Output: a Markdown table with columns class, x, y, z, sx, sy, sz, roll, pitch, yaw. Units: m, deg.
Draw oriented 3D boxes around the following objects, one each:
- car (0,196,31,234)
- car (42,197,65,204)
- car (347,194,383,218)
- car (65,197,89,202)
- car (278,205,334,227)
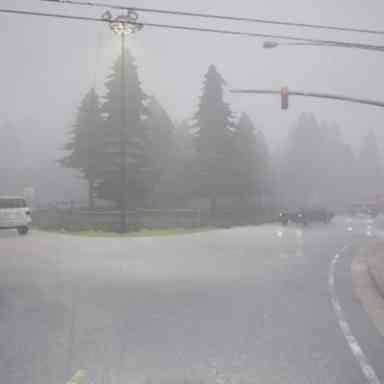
| class | x | y | z | sx | sy | sz | roll | pitch | yaw |
| --- | --- | --- | --- | --- | --- | --- | --- | --- | --- |
| car | -10.800 | 1.235 | 18.121 | 5.566 | 2.045 | 2.150 | 0 | 0 | 42 |
| car | -20.441 | 1.494 | 49.887 | 2.128 | 1.511 | 4.902 | 0 | 0 | 11 |
| car | 16.327 | 1.196 | 30.390 | 5.566 | 2.045 | 2.150 | 0 | 0 | -40 |
| car | -16.701 | 1.480 | 50.782 | 2.128 | 1.511 | 4.902 | 0 | 0 | 12 |
| car | 7.948 | 1.581 | 23.035 | 4.718 | 1.301 | 1.895 | 0 | 0 | -43 |
